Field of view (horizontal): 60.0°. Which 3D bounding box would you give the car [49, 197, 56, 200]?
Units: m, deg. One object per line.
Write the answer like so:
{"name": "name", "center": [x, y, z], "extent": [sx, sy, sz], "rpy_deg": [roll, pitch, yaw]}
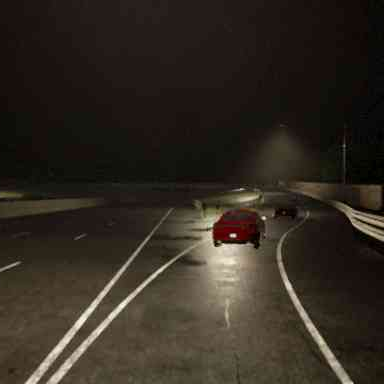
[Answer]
{"name": "car", "center": [-25.994, 1.731, 60.137], "extent": [1.837, 1.490, 4.892], "rpy_deg": [0, 0, -1]}

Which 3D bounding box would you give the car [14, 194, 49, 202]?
{"name": "car", "center": [-22.190, 1.354, 45.602], "extent": [2.150, 2.045, 5.566], "rpy_deg": [0, 0, -1]}

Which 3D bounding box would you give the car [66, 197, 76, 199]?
{"name": "car", "center": [-22.523, 1.762, 61.592], "extent": [1.837, 1.490, 4.892], "rpy_deg": [0, 0, -1]}

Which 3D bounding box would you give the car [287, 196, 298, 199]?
{"name": "car", "center": [17.659, 1.528, 58.178], "extent": [2.128, 1.511, 4.902], "rpy_deg": [1, 2, 15]}

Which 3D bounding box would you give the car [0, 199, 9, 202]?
{"name": "car", "center": [-25.665, 1.627, 43.811], "extent": [1.812, 1.442, 4.674], "rpy_deg": [0, 0, -1]}

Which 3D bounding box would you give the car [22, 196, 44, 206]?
{"name": "car", "center": [-29.528, 1.581, 61.999], "extent": [2.097, 1.767, 4.553], "rpy_deg": [0, -1, -1]}

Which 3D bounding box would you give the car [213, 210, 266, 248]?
{"name": "car", "center": [2.306, 1.562, 15.301], "extent": [1.882, 1.535, 5.008], "rpy_deg": [-1, -1, 17]}

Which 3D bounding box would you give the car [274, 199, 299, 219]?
{"name": "car", "center": [9.434, 1.802, 33.168], "extent": [1.882, 1.535, 5.008], "rpy_deg": [1, 0, 22]}
